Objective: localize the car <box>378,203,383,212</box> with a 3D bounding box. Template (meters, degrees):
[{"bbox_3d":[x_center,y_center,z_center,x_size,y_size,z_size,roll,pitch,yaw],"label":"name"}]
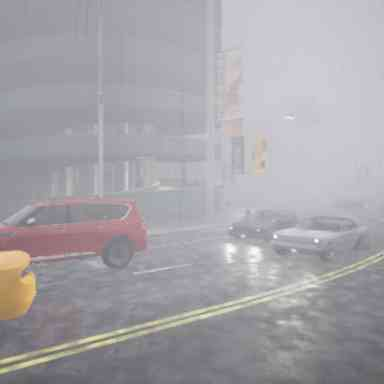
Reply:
[{"bbox_3d":[22.230,1.545,35.982,2.033,1.411,5.357,0,0,4],"label":"car"}]

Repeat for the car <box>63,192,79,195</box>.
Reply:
[{"bbox_3d":[-21.952,0.999,60.297,2.435,2.045,5.566,0,0,-36],"label":"car"}]

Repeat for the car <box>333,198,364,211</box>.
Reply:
[{"bbox_3d":[18.774,1.472,40.137,1.882,1.535,5.008,0,0,-1],"label":"car"}]

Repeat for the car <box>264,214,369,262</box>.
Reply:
[{"bbox_3d":[4.867,1.599,12.397,1.895,1.301,4.718,0,0,45],"label":"car"}]

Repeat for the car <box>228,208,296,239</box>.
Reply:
[{"bbox_3d":[3.971,1.544,16.609,2.033,1.411,5.357,0,0,41],"label":"car"}]

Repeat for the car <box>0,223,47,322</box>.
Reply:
[{"bbox_3d":[-4.970,1.474,4.706,5.008,1.535,1.882,0,0,-35],"label":"car"}]

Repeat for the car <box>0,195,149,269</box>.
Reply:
[{"bbox_3d":[-3.967,1.218,9.677,5.566,2.045,2.150,0,0,-35],"label":"car"}]
